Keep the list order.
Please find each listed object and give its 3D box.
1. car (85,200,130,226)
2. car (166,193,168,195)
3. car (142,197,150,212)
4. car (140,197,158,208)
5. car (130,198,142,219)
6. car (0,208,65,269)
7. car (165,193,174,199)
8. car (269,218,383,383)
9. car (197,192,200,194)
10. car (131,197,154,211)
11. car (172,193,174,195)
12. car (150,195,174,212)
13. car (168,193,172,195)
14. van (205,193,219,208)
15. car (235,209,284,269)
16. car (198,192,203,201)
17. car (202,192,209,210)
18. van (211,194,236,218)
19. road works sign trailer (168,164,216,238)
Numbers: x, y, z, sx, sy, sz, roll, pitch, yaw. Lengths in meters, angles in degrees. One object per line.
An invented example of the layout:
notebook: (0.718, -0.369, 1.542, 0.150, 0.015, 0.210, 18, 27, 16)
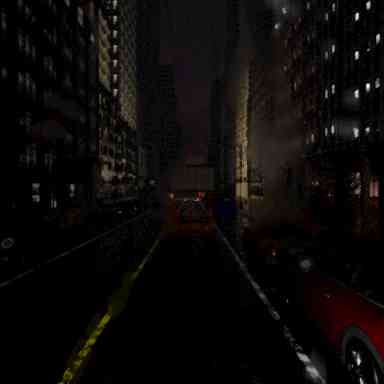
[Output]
car: (-5.703, 1.443, 22.029, 2.008, 1.369, 4.403, -1, 0, 0)
car: (-5.710, 1.277, 56.130, 2.008, 1.369, 4.403, -1, 0, 0)
car: (-5.705, 1.382, 33.396, 1.887, 1.381, 4.507, -1, 0, 0)
car: (-5.707, 1.364, 44.763, 1.802, 1.307, 4.206, -1, 0, 0)
car: (-5.704, 1.431, 27.712, 1.947, 1.339, 4.313, -1, 0, 0)
car: (-5.701, 1.388, 10.661, 1.967, 1.590, 4.097, -1, 0, 0)
car: (-5.716, 1.027, 84.547, 1.967, 1.590, 4.097, -1, 0, 0)
car: (2.680, 1.415, 4.980, 1.967, 1.590, 4.097, -1, 0, 0)
car: (2.662, 0.874, 90.232, 2.192, 1.841, 5.009, -1, 0, 0)
car: (-5.707, 1.360, 39.080, 2.008, 1.369, 4.403, -1, 0, 0)
car: (-5.714, 1.197, 78.864, 1.802, 1.307, 4.206, -1, 0, 0)
car: (-3.108, 1.367, 36.936, 2.033, 1.411, 5.357, 0, 0, 0)
car: (-5.712, 1.222, 67.497, 2.008, 1.369, 4.403, -1, 0, 0)
van: (2.671, 1.123, 44.764, 1.690, 1.788, 3.998, -1, 0, 0)
car: (2.680, 1.472, 10.833, 1.752, 1.417, 4.829, -1, 0, 0)
car: (2.669, 1.221, 67.499, 2.008, 1.369, 4.403, -1, 0, 0)
car: (2.672, 1.124, 39.080, 2.192, 1.841, 5.009, -1, 0, 0)
van: (2.675, 1.206, 27.713, 1.690, 1.788, 3.998, -1, 0, 0)
road works sign trailer: (0.016, 0.381, 17.081, 2.380, 3.560, 2.880, 0, 0, 0)
